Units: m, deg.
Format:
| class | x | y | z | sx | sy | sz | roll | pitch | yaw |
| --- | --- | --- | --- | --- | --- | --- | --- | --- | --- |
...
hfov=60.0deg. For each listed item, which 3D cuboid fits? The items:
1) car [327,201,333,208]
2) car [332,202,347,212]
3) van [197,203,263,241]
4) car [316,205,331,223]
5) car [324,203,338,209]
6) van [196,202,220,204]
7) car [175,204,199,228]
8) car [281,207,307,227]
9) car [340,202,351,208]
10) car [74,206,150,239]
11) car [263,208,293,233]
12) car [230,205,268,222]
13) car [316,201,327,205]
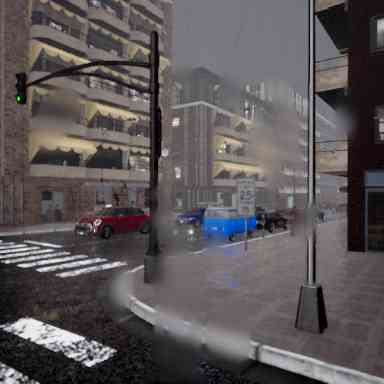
| class | x | y | z | sx | sy | sz | roll | pitch | yaw |
| --- | --- | --- | --- | --- | --- | --- | --- | --- | --- |
| car | 27.385 | 2.723 | 68.807 | 2.192 | 1.841 | 5.009 | -1 | -2 | 35 |
| car | 25.948 | 2.720 | 56.769 | 1.837 | 1.490 | 4.892 | 0 | -1 | 36 |
| van | 2.248 | 1.701 | 18.773 | 1.690 | 1.788 | 3.998 | -1 | -2 | 35 |
| car | 11.743 | 2.230 | 32.409 | 2.008 | 1.369 | 4.403 | -1 | -2 | 35 |
| car | 30.596 | 3.059 | 73.316 | 1.887 | 1.381 | 4.507 | -1 | -2 | 35 |
| van | 1.699 | 1.898 | 32.695 | 1.690 | 1.788 | 3.998 | -1 | -2 | 35 |
| car | 0.610 | 1.980 | 26.659 | 1.812 | 1.442 | 4.674 | 0 | -1 | 36 |
| car | 8.532 | 2.155 | 27.893 | 1.802 | 1.307 | 4.206 | -1 | -2 | 35 |
| car | 40.132 | 3.370 | 86.722 | 1.752 | 1.417 | 4.829 | -1 | -2 | 35 |
| car | -4.530 | 1.635 | 19.396 | 2.097 | 1.767 | 4.553 | 0 | -1 | 35 |
| car | 5.322 | 2.032 | 23.380 | 1.947 | 1.339 | 4.313 | -1 | -2 | 35 |
| car | 5.932 | 2.134 | 34.134 | 1.837 | 1.490 | 4.892 | 0 | -1 | 35 |
| car | 24.175 | 2.884 | 64.287 | 1.802 | 1.307 | 4.206 | -1 | -2 | 35 |
